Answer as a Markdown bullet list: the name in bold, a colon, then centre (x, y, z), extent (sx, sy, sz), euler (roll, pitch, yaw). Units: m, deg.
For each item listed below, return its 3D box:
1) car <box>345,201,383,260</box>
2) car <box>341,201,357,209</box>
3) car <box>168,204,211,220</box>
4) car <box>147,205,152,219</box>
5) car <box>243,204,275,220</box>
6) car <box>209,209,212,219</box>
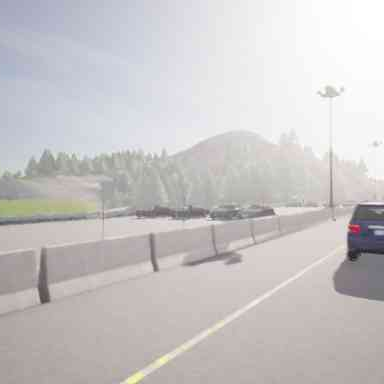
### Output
- **car**: centre (7.258, 1.349, 12.326), extent (2.150, 2.045, 5.566), euler (0, -1, 35)
- **car**: centre (29.973, 2.429, 63.495), extent (1.882, 1.535, 5.008), euler (0, -2, 35)
- **car**: centre (-0.147, 1.938, 32.643), extent (1.895, 1.301, 4.718), euler (0, -1, 35)
- **car**: centre (-3.650, 1.950, 33.736), extent (1.895, 1.301, 4.718), euler (0, -1, 35)
- **car**: centre (5.566, 1.786, 28.599), extent (2.128, 1.511, 4.902), euler (0, -1, 35)
- **car**: centre (3.443, 1.831, 31.675), extent (1.837, 1.490, 4.892), euler (0, -1, 35)
